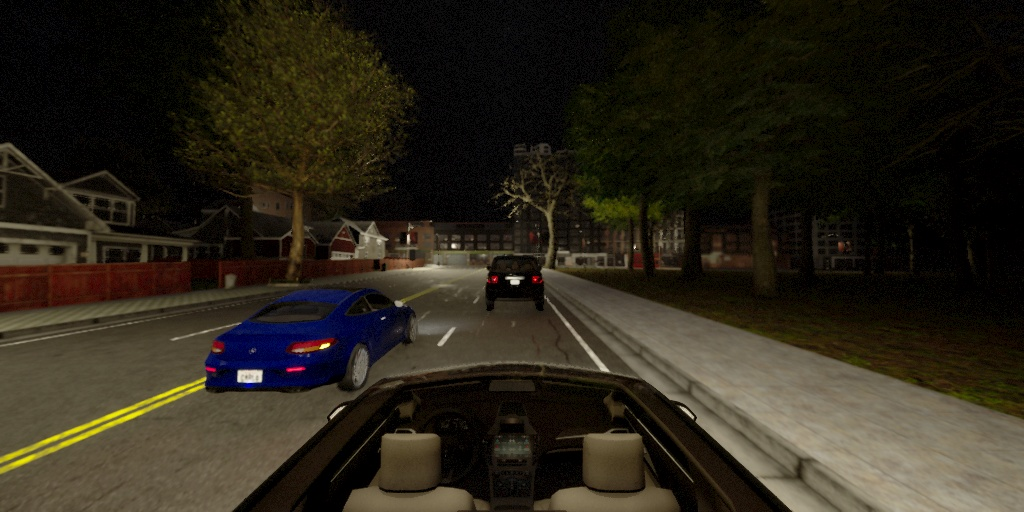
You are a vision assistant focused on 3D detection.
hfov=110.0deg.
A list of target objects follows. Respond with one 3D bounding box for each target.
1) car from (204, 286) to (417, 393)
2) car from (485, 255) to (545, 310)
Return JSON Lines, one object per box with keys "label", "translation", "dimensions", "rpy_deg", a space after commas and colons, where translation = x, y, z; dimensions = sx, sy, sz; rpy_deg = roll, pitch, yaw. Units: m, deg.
{"label": "car", "translation": [-3.148, 1.280, 6.608], "dimensions": [1.812, 1.442, 4.674], "rpy_deg": [0, 0, 0]}
{"label": "car", "translation": [0.103, 0.986, 14.895], "dimensions": [2.150, 2.045, 5.566], "rpy_deg": [0, 0, 0]}
